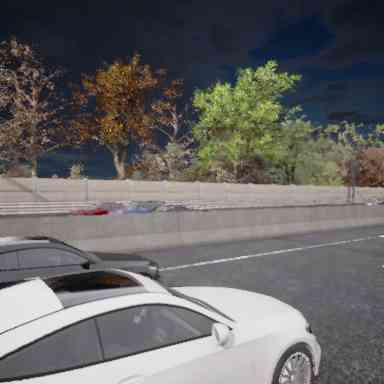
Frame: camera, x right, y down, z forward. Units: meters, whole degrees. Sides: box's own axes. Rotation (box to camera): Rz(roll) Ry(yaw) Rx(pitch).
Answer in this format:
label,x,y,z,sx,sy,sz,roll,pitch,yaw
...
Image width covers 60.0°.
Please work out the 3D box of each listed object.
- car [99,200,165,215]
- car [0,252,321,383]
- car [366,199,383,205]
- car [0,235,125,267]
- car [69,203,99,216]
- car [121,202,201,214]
label,x,y,z,sx,sy,sz,roll,pitch,yaw
car,-3.617,1.391,22.912,4.553,1.767,2.097,0,0,-35
car,-0.721,1.530,3.234,4.674,1.442,1.812,0,0,-36
car,27.919,1.737,49.666,4.902,1.511,2.128,0,0,-35
car,-2.789,1.530,6.057,4.674,1.442,1.812,0,0,-35
car,-6.648,1.512,25.050,5.008,1.535,1.882,0,0,-36
car,-1.487,1.544,20.133,4.892,1.490,1.837,0,0,-36
